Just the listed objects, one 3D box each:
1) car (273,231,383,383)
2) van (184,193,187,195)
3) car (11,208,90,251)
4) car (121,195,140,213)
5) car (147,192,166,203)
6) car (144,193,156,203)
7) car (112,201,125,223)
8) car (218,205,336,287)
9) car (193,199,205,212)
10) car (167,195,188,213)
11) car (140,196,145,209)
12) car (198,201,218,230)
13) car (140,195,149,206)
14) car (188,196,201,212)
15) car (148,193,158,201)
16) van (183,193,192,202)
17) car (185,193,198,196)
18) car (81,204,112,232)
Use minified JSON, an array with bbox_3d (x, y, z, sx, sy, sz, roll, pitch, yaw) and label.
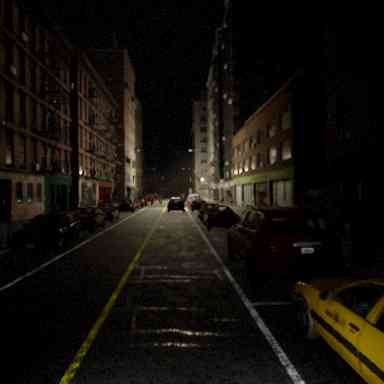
[{"bbox_3d":[2.519,1.488,3.650,1.752,1.417,4.829,-1,0,-3],"label":"car"},{"bbox_3d":[0.177,1.234,48.851,1.690,1.788,3.998,-1,0,-3],"label":"van"},{"bbox_3d":[-6.075,1.608,14.416,1.947,1.339,4.313,-1,0,-3],"label":"car"},{"bbox_3d":[-7.255,1.447,37.099,1.967,1.590,4.097,-1,0,-3],"label":"car"},{"bbox_3d":[-5.290,1.196,50.193,1.812,1.442,4.674,-1,0,-3],"label":"car"},{"bbox_3d":[-9.024,1.264,71.123,2.192,1.841,5.009,-1,0,-3],"label":"car"},{"bbox_3d":[-6.664,1.607,25.758,1.802,1.307,4.206,-1,0,-3],"label":"car"},{"bbox_3d":[2.232,1.270,9.152,2.192,1.841,5.009,-1,0,-3],"label":"car"},{"bbox_3d":[1.354,1.512,26.166,1.802,1.307,4.206,-1,0,-3],"label":"car"},{"bbox_3d":[-1.746,1.420,36.939,1.882,1.535,5.008,-1,0,-3],"label":"car"},{"bbox_3d":[-7.548,1.580,42.770,1.802,1.307,4.206,-1,0,-3],"label":"car"},{"bbox_3d":[1.647,1.483,20.495,1.887,1.381,4.507,-1,0,-3],"label":"car"},{"bbox_3d":[-7.843,1.554,48.440,1.947,1.339,4.313,-1,0,-3],"label":"car"},{"bbox_3d":[0.766,1.456,37.509,1.887,1.381,4.507,-1,0,-3],"label":"car"},{"bbox_3d":[-9.613,1.242,82.464,2.192,1.841,5.009,-1,0,-3],"label":"car"},{"bbox_3d":[-0.998,1.194,71.536,1.690,1.788,3.998,-1,0,-3],"label":"van"},{"bbox_3d":[0.471,1.342,43.180,1.967,1.590,4.097,-1,0,-3],"label":"car"},{"bbox_3d":[-6.370,1.579,20.087,1.887,1.381,4.507,-1,0,-3],"label":"car"}]
